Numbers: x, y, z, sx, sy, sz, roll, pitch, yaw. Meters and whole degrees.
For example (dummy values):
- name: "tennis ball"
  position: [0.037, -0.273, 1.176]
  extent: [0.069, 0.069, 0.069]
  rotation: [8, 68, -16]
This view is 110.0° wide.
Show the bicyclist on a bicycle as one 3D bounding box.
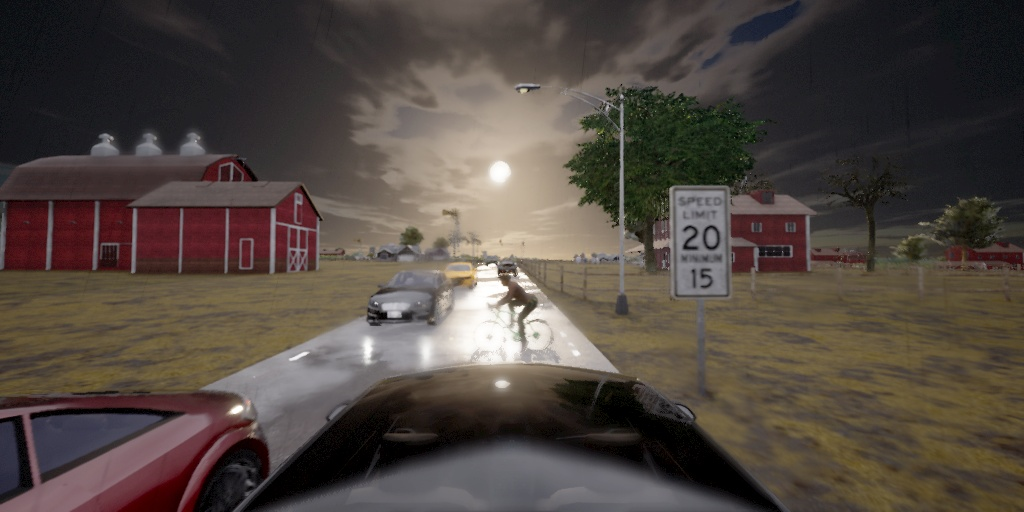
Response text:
- name: "bicyclist on a bicycle"
  position: [0.020, 1.175, 7.310]
  extent: [1.656, 1.620, 0.582]
  rotation: [-1, 0, -1]

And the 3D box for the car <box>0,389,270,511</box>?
- name: "car"
  position: [-2.812, 1.323, 0.992]
  extent: [1.994, 1.385, 4.181]
  rotation: [0, 0, -1]

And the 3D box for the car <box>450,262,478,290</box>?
- name: "car"
  position: [-3.146, 1.142, 21.945]
  extent: [1.882, 1.535, 5.008]
  rotation: [0, 0, -1]

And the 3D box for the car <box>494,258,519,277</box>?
- name: "car"
  position: [-0.462, 1.126, 34.132]
  extent: [1.837, 1.490, 4.892]
  rotation: [0, 0, -1]

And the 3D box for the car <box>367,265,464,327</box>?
- name: "car"
  position: [-2.992, 1.199, 11.469]
  extent: [2.128, 1.511, 4.902]
  rotation: [0, 0, -1]
